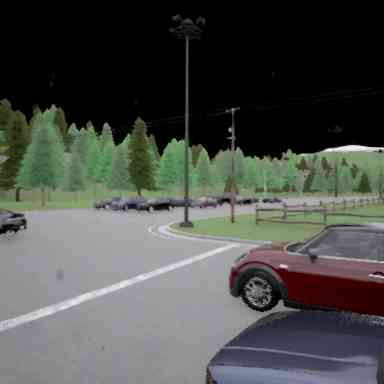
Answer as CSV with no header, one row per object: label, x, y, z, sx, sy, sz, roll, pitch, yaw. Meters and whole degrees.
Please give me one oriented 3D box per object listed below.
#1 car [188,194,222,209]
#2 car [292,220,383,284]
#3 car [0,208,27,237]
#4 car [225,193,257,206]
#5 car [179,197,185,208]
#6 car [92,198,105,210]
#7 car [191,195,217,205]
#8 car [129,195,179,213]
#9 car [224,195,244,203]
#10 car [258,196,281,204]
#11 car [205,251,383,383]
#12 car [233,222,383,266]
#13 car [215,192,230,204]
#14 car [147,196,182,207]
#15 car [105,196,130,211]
car,1.560,1.388,43.177,1.812,1.442,4.674,0,0,36
car,5.290,1.597,8.804,4.718,1.301,1.895,0,0,35
car,-10.160,1.393,15.172,4.902,1.511,2.128,0,0,1
car,7.645,1.341,51.487,1.882,1.535,5.008,0,0,36
car,-1.431,1.390,45.029,2.033,1.411,5.357,0,0,36
car,-9.593,1.327,39.748,1.837,1.490,4.892,0,0,36
car,2.051,1.328,55.663,1.837,1.490,4.892,0,0,36
car,-3.938,1.340,35.627,1.882,1.535,5.008,0,0,36
car,8.056,1.350,63.769,1.812,1.442,4.674,0,0,36
car,14.584,1.412,60.871,2.033,1.411,5.357,0,0,37
car,2.648,1.553,2.101,5.357,1.411,2.033,0,0,36
car,2.963,1.346,6.160,4.553,1.767,2.097,0,0,35
car,4.616,1.065,53.258,2.150,2.045,5.566,0,0,37
car,-3.863,1.370,47.629,2.033,1.411,5.357,0,0,37
car,-6.994,1.194,37.357,2.097,1.767,4.553,0,0,36
